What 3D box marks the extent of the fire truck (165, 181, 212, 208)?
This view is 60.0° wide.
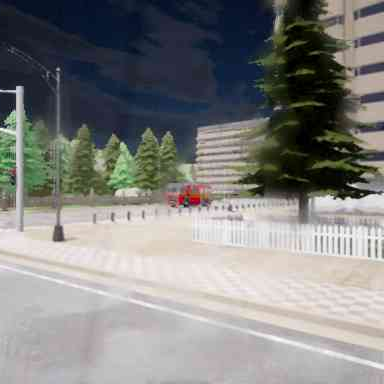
[{"bbox_3d":[-0.371,0.393,50.448,2.891,3.827,8.468,0,0,36],"label":"fire truck"}]
